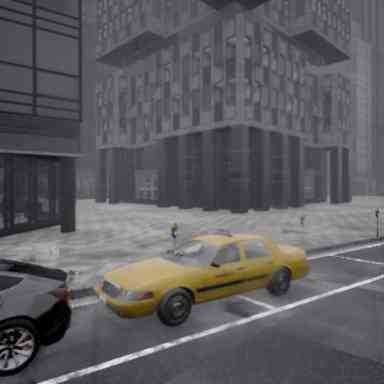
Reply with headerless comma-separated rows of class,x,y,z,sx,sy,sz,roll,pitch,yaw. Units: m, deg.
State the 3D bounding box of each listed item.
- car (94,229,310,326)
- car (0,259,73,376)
car,0.470,1.497,6.978,4.829,1.417,1.752,0,0,-35
car,-3.700,1.571,4.008,4.313,1.339,1.947,0,0,-35
